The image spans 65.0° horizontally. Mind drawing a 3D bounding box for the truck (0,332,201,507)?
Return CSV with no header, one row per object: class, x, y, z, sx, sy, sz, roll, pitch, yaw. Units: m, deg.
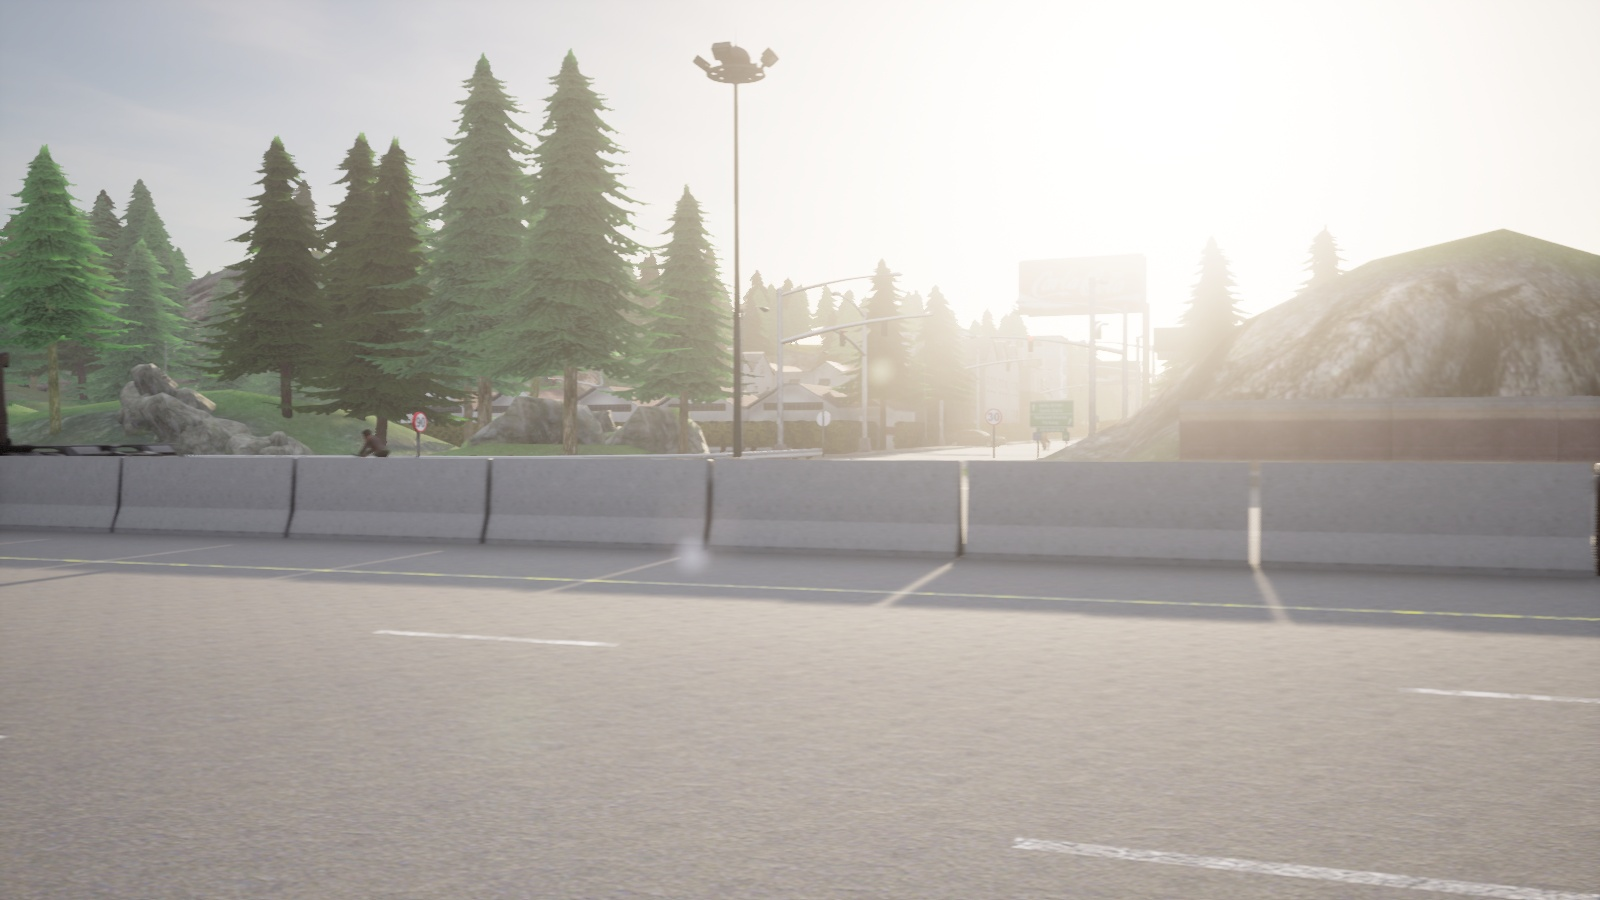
truck,-17.380,-0.661,27.490,7.936,3.462,2.891,1,1,19
